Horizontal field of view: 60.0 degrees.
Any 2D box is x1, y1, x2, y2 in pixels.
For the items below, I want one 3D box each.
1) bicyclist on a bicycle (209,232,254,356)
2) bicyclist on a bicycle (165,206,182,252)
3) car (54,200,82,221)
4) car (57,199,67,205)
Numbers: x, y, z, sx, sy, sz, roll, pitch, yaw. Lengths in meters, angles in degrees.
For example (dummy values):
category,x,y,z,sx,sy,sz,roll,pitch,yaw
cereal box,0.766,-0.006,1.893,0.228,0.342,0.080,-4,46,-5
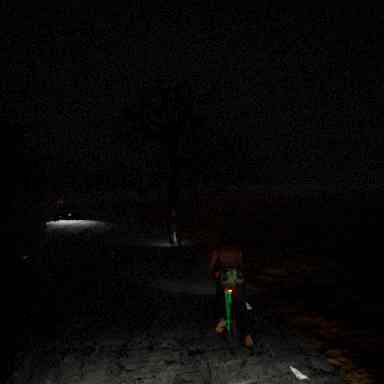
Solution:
category,x,y,z,sx,sy,sz,roll,pitch,yaw
bicyclist on a bicycle,0.547,1.462,5.137,0.582,1.620,1.656,0,0,-1
bicyclist on a bicycle,-0.754,1.419,13.167,0.659,1.776,1.843,0,0,-9
car,-10.808,1.697,28.834,1.994,1.385,4.181,0,0,-26
car,-27.178,2.056,69.688,1.895,1.301,4.718,0,0,-19
